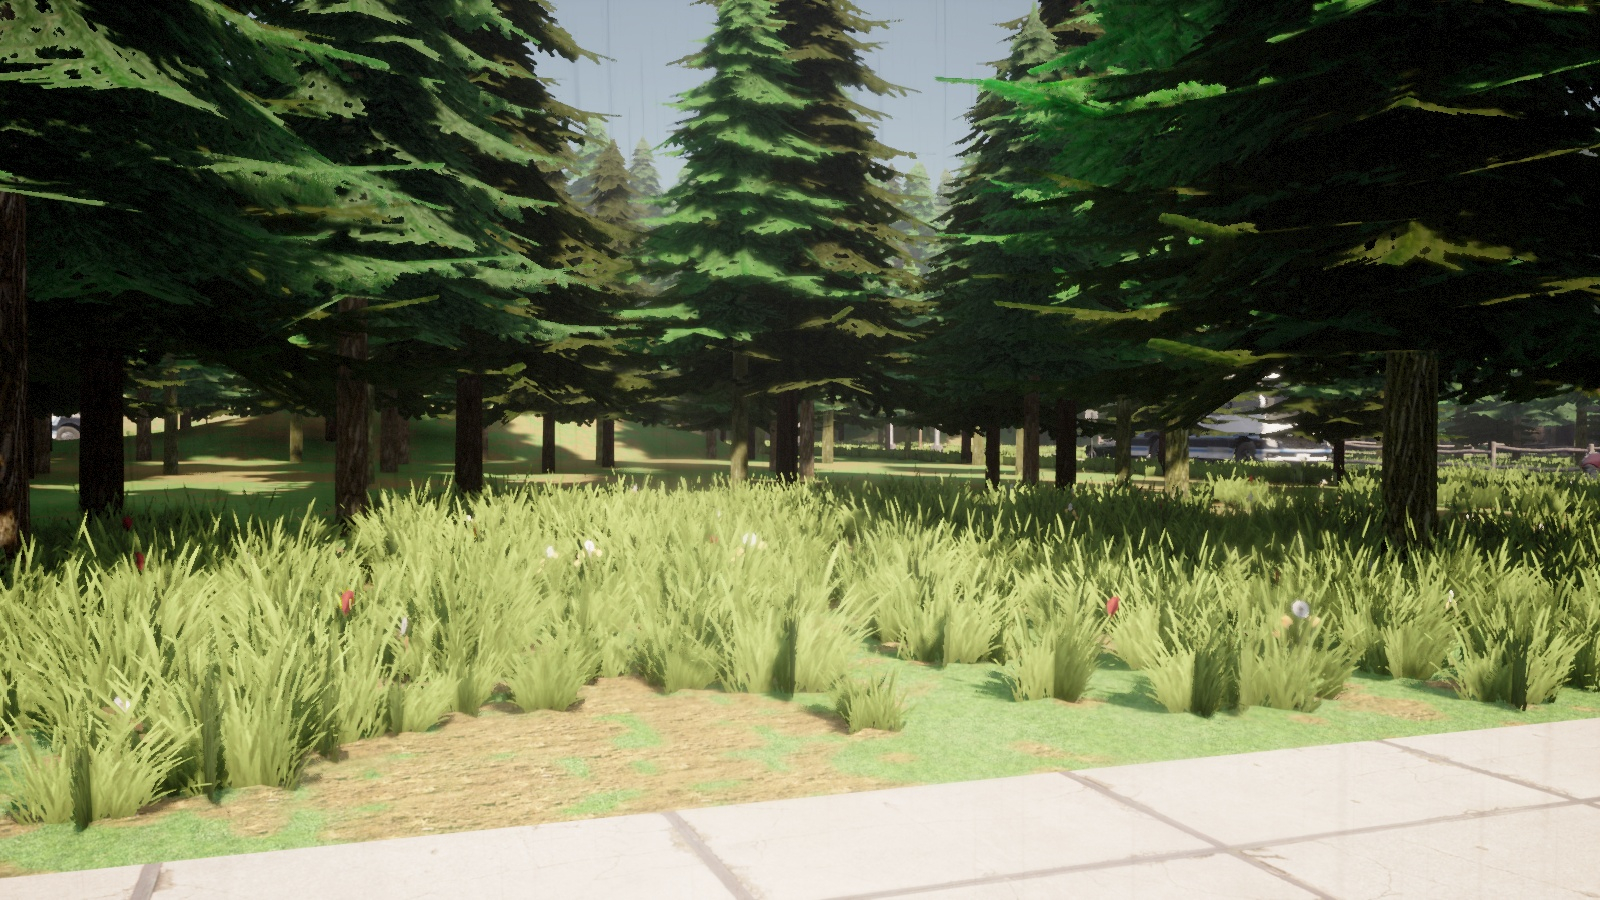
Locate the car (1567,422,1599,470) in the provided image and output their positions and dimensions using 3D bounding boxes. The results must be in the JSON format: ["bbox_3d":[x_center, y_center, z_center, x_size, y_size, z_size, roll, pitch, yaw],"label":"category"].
[{"bbox_3d":[26.010,-0.128,38.759,1.845,1.501,3.633,-1,1,-20],"label":"car"}]

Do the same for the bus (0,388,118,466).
[{"bbox_3d":[-44.871,-1.276,71.026,3.944,4.253,10.273,0,1,40],"label":"bus"}]

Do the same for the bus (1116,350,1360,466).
[{"bbox_3d":[17.634,-1.637,51.733,3.944,4.253,10.273,-1,1,-19],"label":"bus"}]

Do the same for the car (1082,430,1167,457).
[{"bbox_3d":[16.686,-0.363,64.816,1.895,1.301,4.718,-1,1,-20],"label":"car"}]
